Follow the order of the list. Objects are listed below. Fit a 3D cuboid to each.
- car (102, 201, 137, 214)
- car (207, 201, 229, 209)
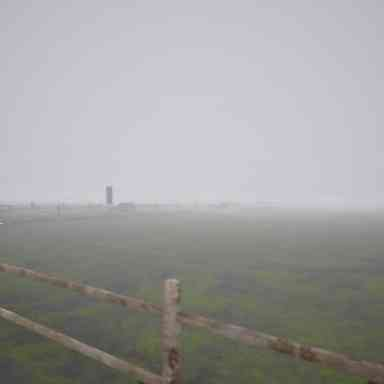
[{"bbox_3d":[-8.855,1.890,40.927,1.812,1.442,4.674,0,-1,36],"label":"car"},{"bbox_3d":[4.718,2.371,59.803,2.033,1.411,5.357,0,-1,36],"label":"car"}]
